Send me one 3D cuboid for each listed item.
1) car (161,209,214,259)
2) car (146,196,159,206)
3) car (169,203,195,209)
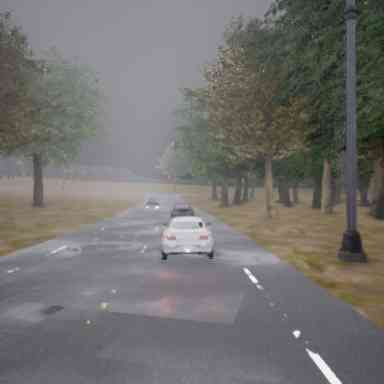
[{"bbox_3d":[-0.185,1.633,13.003,1.812,1.442,4.674,-1,0,-1],"label":"car"},{"bbox_3d":[-6.762,1.523,57.153,2.097,1.767,4.553,0,0,-4],"label":"car"},{"bbox_3d":[-0.812,1.665,27.338,1.837,1.490,4.892,0,0,-3],"label":"car"}]
